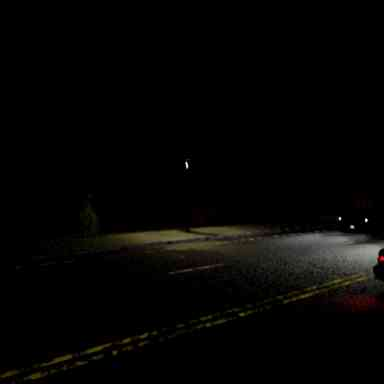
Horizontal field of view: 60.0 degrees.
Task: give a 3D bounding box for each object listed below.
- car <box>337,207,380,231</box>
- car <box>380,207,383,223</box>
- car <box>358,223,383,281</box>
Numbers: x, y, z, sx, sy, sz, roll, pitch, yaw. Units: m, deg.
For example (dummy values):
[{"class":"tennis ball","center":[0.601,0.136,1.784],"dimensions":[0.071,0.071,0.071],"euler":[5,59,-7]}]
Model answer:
[{"class":"car","center":[10.350,1.542,19.050],"dimensions":[4.718,1.301,1.895],"euler":[0,0,-35]},{"class":"car","center":[11.286,1.436,15.725],"dimensions":[4.902,1.511,2.128],"euler":[0,0,-35]},{"class":"car","center":[6.573,1.517,8.178],"dimensions":[5.357,1.411,2.033],"euler":[0,0,-35]}]
